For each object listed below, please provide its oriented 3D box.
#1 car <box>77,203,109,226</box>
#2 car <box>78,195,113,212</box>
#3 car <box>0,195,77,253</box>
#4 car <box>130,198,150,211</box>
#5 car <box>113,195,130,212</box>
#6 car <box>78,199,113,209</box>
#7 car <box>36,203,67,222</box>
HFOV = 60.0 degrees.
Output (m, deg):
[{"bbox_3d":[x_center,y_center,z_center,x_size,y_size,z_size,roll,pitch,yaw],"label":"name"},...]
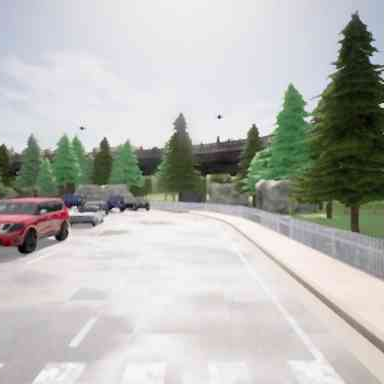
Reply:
[{"bbox_3d":[-7.521,1.690,23.971,1.895,1.301,4.718,0,0,-6],"label":"car"},{"bbox_3d":[-9.993,1.348,34.054,2.150,2.045,5.566,0,0,-25],"label":"car"},{"bbox_3d":[-7.083,1.273,14.202,2.150,2.045,5.566,0,0,0],"label":"car"},{"bbox_3d":[-7.382,1.516,43.335,2.097,1.767,4.553,0,0,-39],"label":"car"},{"bbox_3d":[-10.254,1.376,41.339,2.150,2.045,5.566,0,0,-39],"label":"car"},{"bbox_3d":[-14.663,1.735,50.316,5.357,1.411,2.033,0,0,32],"label":"car"},{"bbox_3d":[-11.724,1.667,28.014,1.994,1.385,4.181,0,0,-16],"label":"car"}]
